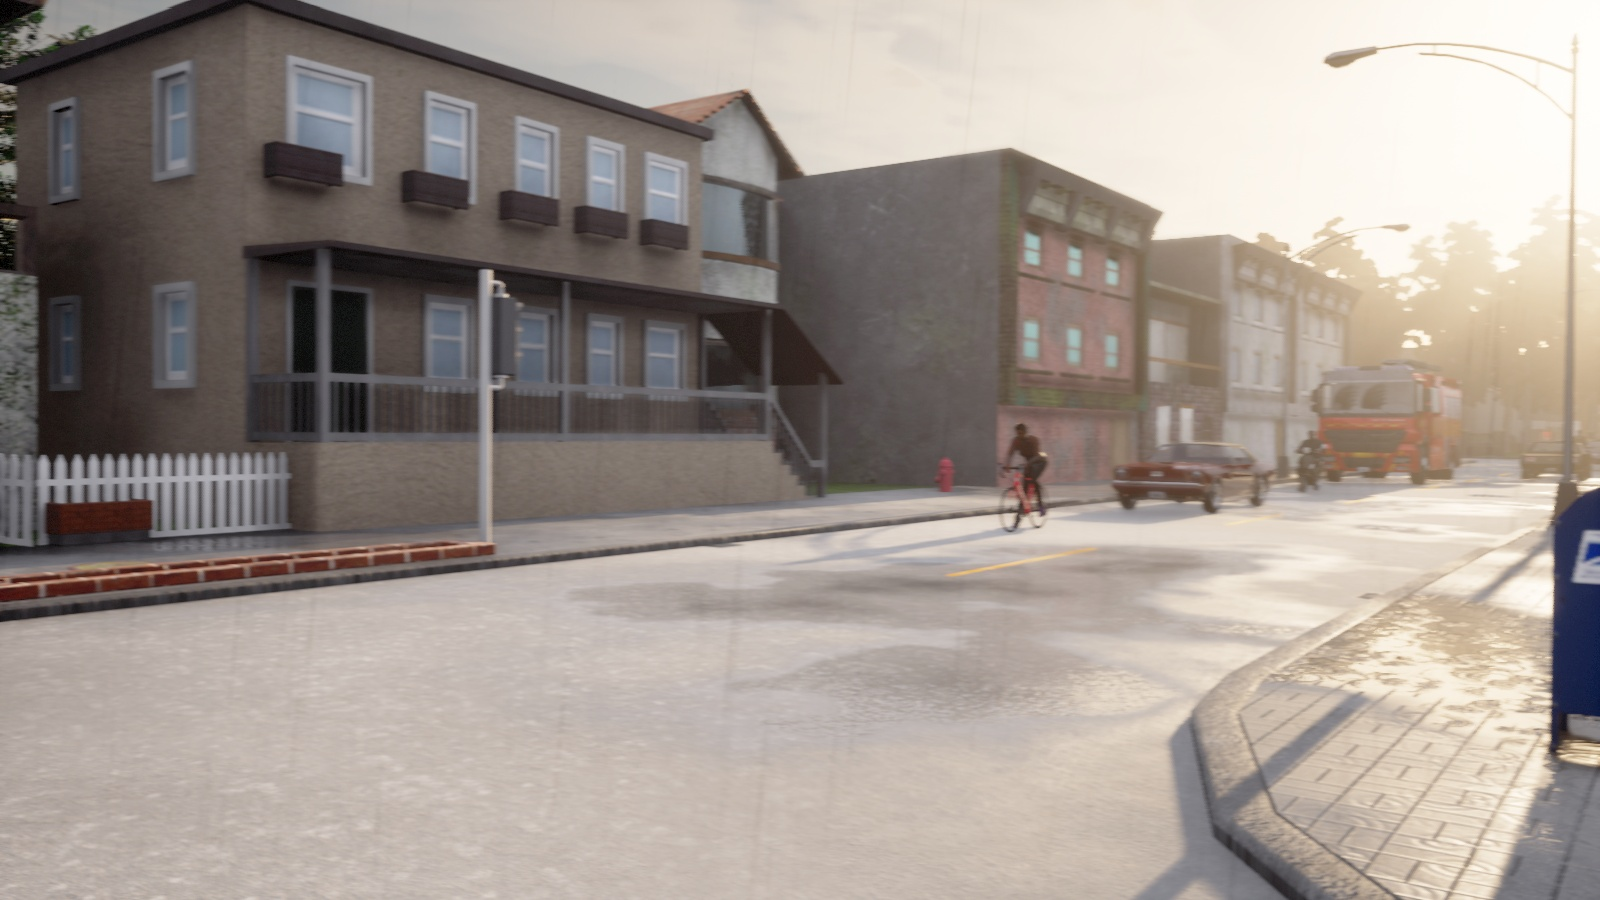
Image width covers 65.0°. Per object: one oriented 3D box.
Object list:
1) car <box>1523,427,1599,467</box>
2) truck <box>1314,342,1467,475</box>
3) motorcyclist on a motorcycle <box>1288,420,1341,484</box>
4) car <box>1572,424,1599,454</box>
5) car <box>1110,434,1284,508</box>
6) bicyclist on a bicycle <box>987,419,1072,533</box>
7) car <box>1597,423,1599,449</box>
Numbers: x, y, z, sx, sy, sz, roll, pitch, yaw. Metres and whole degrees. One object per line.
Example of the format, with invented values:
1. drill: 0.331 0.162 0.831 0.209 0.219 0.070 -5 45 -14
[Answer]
1. car: 26.610 -0.131 43.857 1.895 1.301 4.718 0 1 36
2. truck: 19.126 -1.265 40.355 2.891 3.827 8.468 0 1 36
3. motorcyclist on a motorcycle: 13.202 0.043 32.199 0.866 1.590 1.817 0 1 36
4. car: 37.890 -0.527 59.390 1.994 1.385 4.181 0 1 36
5. car: 8.009 0.356 25.048 1.895 1.301 4.718 0 1 36
6. bicyclist on a bicycle: 3.454 0.353 18.797 0.582 1.620 1.656 0 1 36
7. car: 45.916 -0.803 69.220 4.674 1.442 1.812 -1 1 -37
